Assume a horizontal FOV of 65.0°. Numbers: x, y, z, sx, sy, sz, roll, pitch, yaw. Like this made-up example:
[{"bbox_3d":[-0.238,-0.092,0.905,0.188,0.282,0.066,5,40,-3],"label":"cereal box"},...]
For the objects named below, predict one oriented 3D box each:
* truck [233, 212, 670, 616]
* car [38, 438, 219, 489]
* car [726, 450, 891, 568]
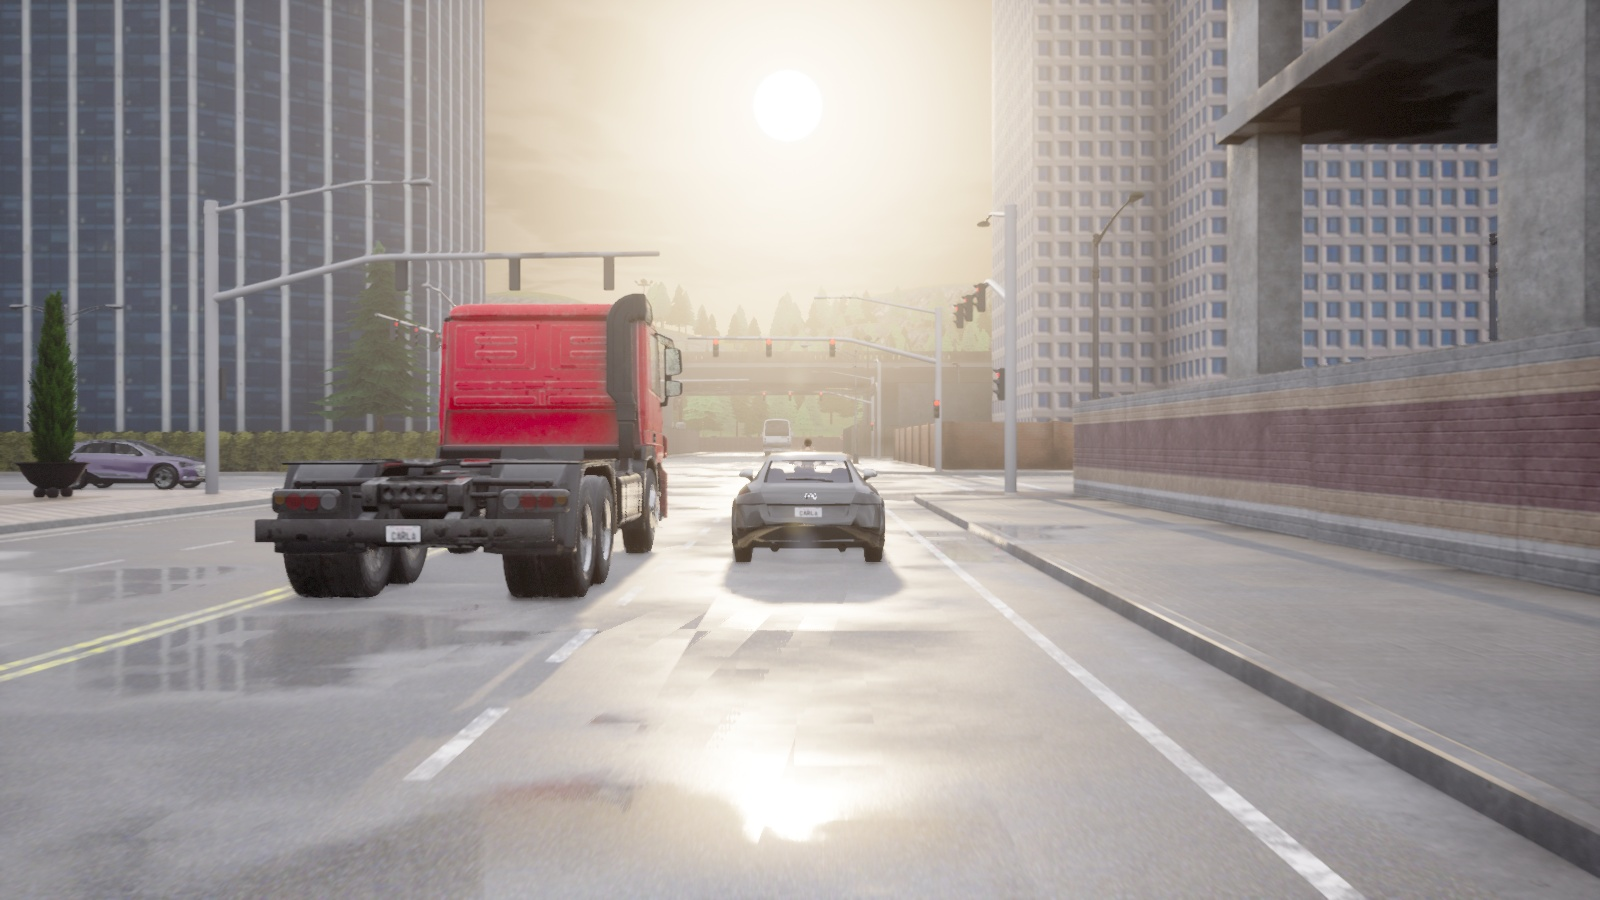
[{"bbox_3d":[-3.400,-0.322,14.740,2.891,3.462,7.936,0,0,0],"label":"truck"},{"bbox_3d":[-21.933,0.427,41.153,4.856,1.649,2.033,0,0,0],"label":"car"},{"bbox_3d":[0.113,0.714,17.232,1.994,1.385,4.181,0,0,0],"label":"car"}]
